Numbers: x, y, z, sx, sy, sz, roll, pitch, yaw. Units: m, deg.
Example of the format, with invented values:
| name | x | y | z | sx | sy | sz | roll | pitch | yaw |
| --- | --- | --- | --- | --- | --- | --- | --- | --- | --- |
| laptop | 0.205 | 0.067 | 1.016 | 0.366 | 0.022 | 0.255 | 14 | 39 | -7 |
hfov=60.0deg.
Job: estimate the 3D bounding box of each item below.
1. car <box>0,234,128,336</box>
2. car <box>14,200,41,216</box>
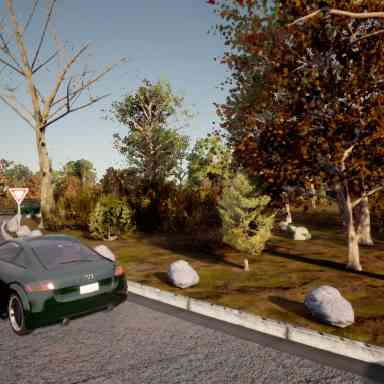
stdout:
| name | x | y | z | sx | sy | sz | roll | pitch | yaw |
| --- | --- | --- | --- | --- | --- | --- | --- | --- | --- |
| car | -3.193 | 1.581 | 6.870 | 4.181 | 1.385 | 1.994 | 0 | 0 | 42 |
| car | -20.334 | 2.085 | 42.567 | 2.150 | 2.045 | 5.566 | -1 | -2 | 4 |
